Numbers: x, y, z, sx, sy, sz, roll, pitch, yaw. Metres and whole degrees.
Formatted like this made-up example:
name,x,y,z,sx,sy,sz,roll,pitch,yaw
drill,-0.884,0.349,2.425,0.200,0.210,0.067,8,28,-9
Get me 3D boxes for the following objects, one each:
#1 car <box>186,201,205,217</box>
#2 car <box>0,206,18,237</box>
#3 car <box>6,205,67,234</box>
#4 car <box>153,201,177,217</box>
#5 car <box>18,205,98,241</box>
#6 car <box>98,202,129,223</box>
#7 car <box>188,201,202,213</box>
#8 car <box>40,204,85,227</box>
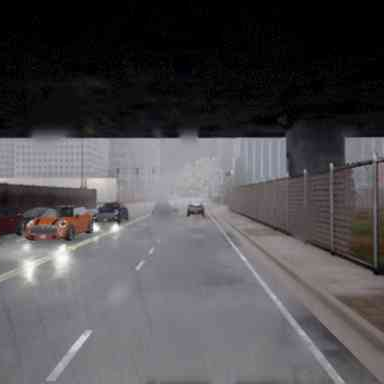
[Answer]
name,x,y,z,sx,sy,sz,roll,pitch,yaw
car,0.406,1.874,36.177,2.128,1.511,4.902,0,-1,1
car,-10.452,1.526,16.966,2.097,1.767,4.553,0,-1,1
car,-10.309,1.768,22.495,1.895,1.301,4.718,0,3,0
car,-3.114,1.928,36.188,2.033,1.411,5.357,0,-1,1
car,-6.902,1.537,17.745,2.097,1.767,4.553,0,-1,1
car,-6.816,1.651,28.580,2.097,1.767,4.553,0,-1,1
car,0.463,2.006,45.439,1.812,1.442,4.674,0,-1,1
car,-10.341,1.833,26.967,1.812,1.442,4.674,0,1,1
